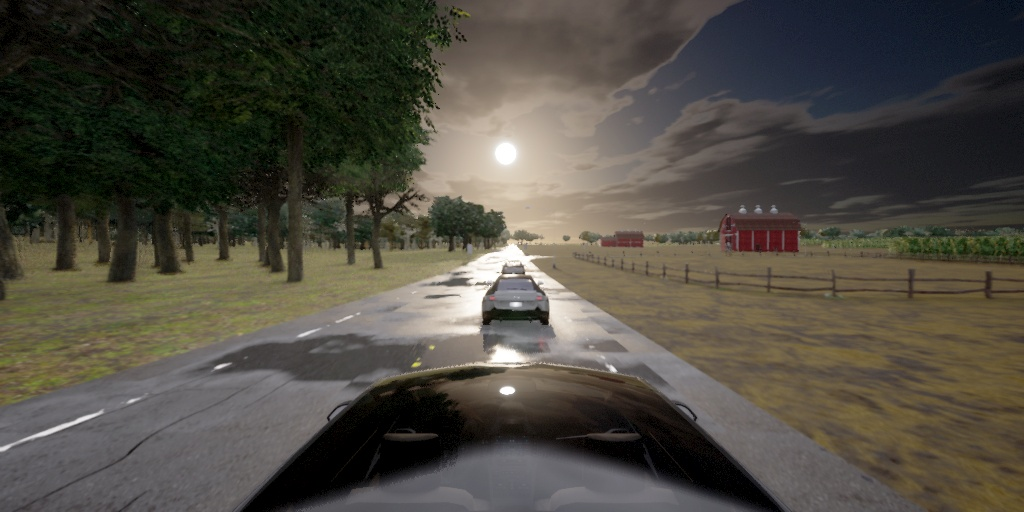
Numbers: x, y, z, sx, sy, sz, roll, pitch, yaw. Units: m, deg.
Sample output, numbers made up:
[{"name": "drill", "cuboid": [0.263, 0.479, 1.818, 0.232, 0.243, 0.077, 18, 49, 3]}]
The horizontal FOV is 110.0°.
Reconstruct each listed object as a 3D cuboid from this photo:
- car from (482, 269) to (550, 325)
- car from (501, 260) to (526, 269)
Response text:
[{"name": "car", "cuboid": [0.106, 1.290, 11.805, 1.994, 1.385, 4.181, 0, 0, 0]}, {"name": "car", "cuboid": [0.113, 1.096, 29.316, 2.128, 1.511, 4.902, 0, 1, 0]}]
